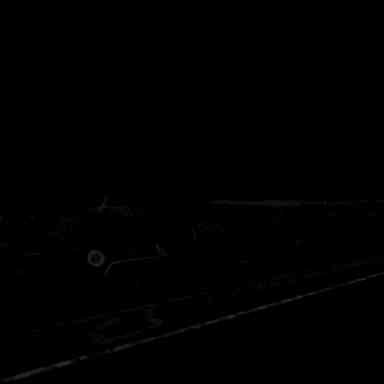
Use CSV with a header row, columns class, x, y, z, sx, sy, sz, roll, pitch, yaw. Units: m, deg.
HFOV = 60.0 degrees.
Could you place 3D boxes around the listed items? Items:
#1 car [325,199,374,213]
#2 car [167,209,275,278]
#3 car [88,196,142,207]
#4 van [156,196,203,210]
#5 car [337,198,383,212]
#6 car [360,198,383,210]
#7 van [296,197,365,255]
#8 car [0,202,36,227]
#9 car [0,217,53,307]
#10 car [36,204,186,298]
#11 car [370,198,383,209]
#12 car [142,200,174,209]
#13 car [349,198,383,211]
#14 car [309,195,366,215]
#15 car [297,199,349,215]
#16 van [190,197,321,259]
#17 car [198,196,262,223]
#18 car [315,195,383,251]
class,x,y,z,sx,sy,sz,roll,pitch,yaw
car,18.959,1.636,40.204,2.097,1.535,5.008,0,0,-36
car,-0.122,1.522,10.448,2.231,1.521,4.892,0,0,-36
car,-5.887,1.288,22.450,2.435,2.045,5.566,1,0,-36
van,-1.425,1.352,25.752,1.878,1.987,4.442,0,0,-36
car,21.216,1.634,41.820,2.097,1.535,5.008,0,0,-36
car,25.716,1.659,45.070,2.163,1.488,4.792,0,0,-36
van,4.367,1.334,13.813,1.878,1.987,4.442,0,0,-36
car,-10.404,1.375,19.220,2.185,1.767,4.553,0,0,-36
car,-4.683,1.522,7.188,2.002,1.452,4.674,0,0,-36
car,-2.422,1.376,8.848,2.185,1.767,4.553,1,0,-36
car,28.098,1.624,46.511,1.946,1.575,5.366,0,0,-36
car,-3.723,1.556,24.193,1.946,1.575,5.366,1,0,-36
car,23.472,1.633,43.436,2.231,1.521,4.892,0,0,-36
car,16.721,1.387,38.561,2.435,2.045,5.566,0,0,-36
car,14.452,1.642,36.965,2.231,1.521,4.892,0,0,-36
van,2.087,1.315,12.181,1.878,1.987,4.442,0,0,-36
car,3.175,1.360,28.866,2.435,2.045,5.566,0,0,-36
car,6.731,1.329,15.327,2.435,2.045,5.566,1,0,-36
